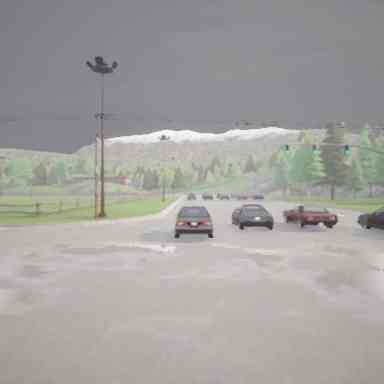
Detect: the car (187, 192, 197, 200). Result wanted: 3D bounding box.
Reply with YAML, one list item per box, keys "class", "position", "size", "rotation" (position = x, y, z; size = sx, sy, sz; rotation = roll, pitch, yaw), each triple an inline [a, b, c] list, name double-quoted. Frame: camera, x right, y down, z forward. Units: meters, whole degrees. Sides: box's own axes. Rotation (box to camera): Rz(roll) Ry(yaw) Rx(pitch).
- class: "car"
  position: [-0.047, 1.030, 70.484]
  size: [2.128, 1.511, 4.902]
  rotation: [0, 0, 0]

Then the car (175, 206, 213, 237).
- class: "car"
  position: [0.090, 1.427, 17.038]
  size: [2.033, 1.411, 5.357]
  rotation: [0, 0, 0]

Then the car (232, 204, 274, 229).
- class: "car"
  position: [3.585, 1.421, 20.231]
  size: [1.994, 1.385, 4.181]
  rotation: [0, 0, 0]

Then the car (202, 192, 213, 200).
- class: "car"
  position: [3.454, 0.984, 70.407]
  size: [1.882, 1.535, 5.008]
  rotation: [0, 0, 0]

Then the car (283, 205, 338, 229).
- class: "car"
  position: [7.084, 1.456, 20.477]
  size: [1.895, 1.301, 4.718]
  rotation: [0, 0, 0]

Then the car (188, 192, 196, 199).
- class: "car"
  position: [-0.054, 0.881, 80.884]
  size: [1.837, 1.490, 4.892]
  rotation: [0, 0, 0]

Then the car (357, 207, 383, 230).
- class: "car"
  position: [10.589, 1.427, 17.008]
  size: [2.033, 1.411, 5.357]
  rotation: [0, 0, 0]

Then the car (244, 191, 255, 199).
- class: "car"
  position: [13.947, 0.731, 80.861]
  size: [2.097, 1.767, 4.553]
  rotation: [0, 0, 0]

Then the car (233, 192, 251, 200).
- class: "car"
  position: [10.454, 1.046, 70.349]
  size: [2.033, 1.411, 5.357]
  rotation: [0, 0, 0]

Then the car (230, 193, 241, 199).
- class: "car"
  position: [10.447, 0.915, 80.890]
  size: [2.033, 1.411, 5.357]
  rotation: [0, 0, 0]

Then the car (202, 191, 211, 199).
- class: "car"
  position: [3.447, 0.737, 80.856]
  size: [2.097, 1.767, 4.553]
  rotation: [0, 0, 0]

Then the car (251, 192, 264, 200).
- class: "car"
  position: [13.953, 0.981, 70.622]
  size: [1.882, 1.535, 5.008]
  rotation: [0, 0, 0]

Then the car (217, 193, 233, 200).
- class: "car"
  position: [6.953, 1.028, 70.753]
  size: [1.812, 1.442, 4.674]
  rotation: [0, 0, 0]
